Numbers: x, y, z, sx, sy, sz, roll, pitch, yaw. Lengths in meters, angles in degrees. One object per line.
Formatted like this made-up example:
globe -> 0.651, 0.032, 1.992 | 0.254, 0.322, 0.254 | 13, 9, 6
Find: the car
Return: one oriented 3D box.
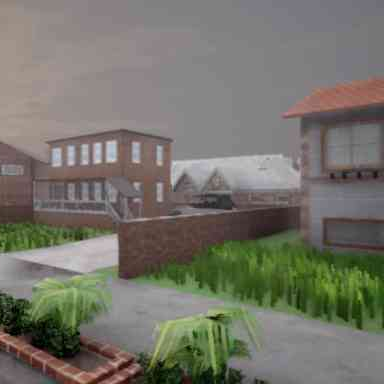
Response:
car -> 0.556, 1.002, 18.252 | 3.866, 1.878, 1.905 | 0, 0, 36
